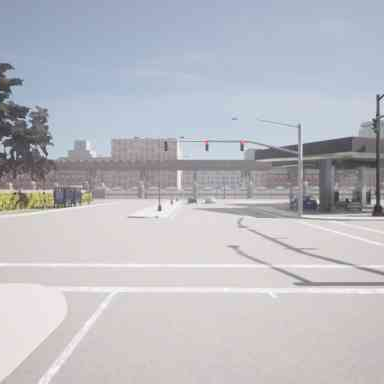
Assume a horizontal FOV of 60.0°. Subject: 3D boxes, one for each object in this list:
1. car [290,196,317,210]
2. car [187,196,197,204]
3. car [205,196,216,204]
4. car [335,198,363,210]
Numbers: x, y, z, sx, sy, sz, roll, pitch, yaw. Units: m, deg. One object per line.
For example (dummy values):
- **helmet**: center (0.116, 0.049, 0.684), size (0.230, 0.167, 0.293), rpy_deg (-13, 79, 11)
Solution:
- **car**: center (13.249, 1.295, 39.729), size (2.242, 1.667, 4.611), rpy_deg (0, 0, 0)
- **car**: center (0.063, 1.547, 64.417), size (2.033, 1.411, 5.357), rpy_deg (0, 0, 0)
- **car**: center (3.563, 1.525, 64.414), size (1.812, 1.442, 4.674), rpy_deg (0, 0, 0)
- **car**: center (18.995, 1.455, 40.486), size (1.970, 1.475, 3.806), rpy_deg (0, 0, 0)
